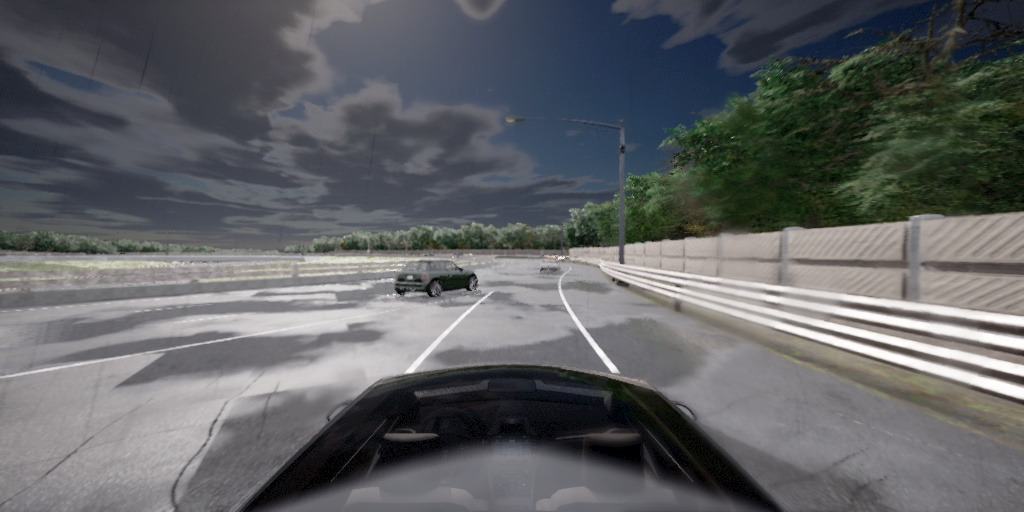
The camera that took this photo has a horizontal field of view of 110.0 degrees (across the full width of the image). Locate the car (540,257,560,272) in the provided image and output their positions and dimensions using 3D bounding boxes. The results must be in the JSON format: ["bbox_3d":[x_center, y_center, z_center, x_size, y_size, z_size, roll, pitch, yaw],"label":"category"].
[{"bbox_3d":[4.294,1.060,39.747,1.895,1.301,4.718,0,0,13],"label":"car"}]

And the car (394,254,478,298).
[{"bbox_3d":[-3.567,0.951,17.678,2.097,1.767,4.553,0,0,26],"label":"car"}]
